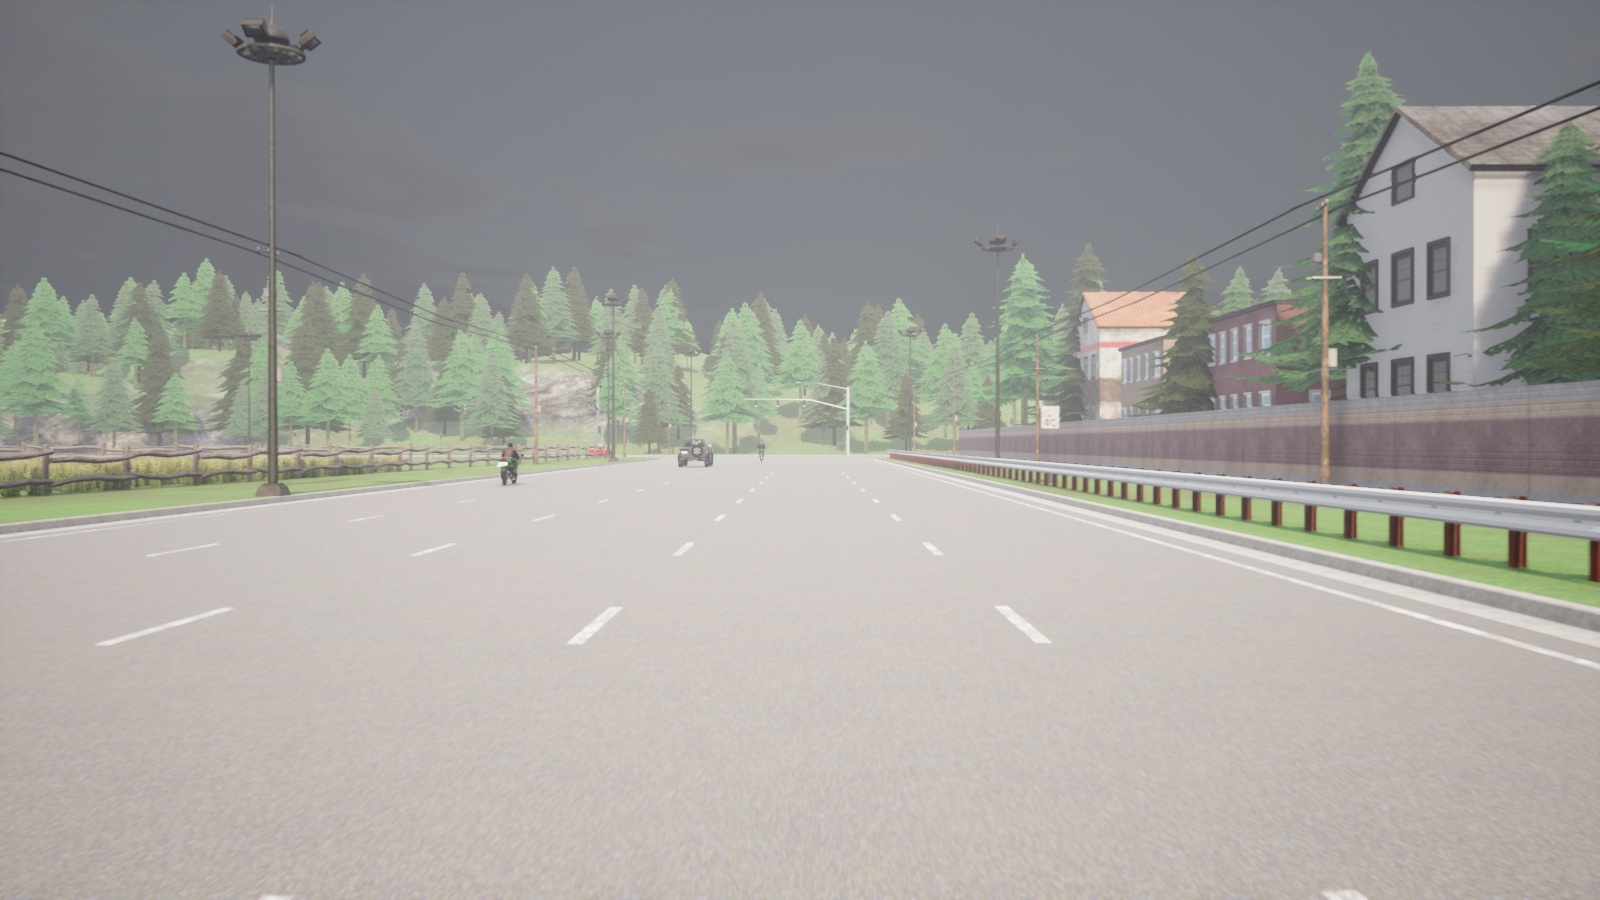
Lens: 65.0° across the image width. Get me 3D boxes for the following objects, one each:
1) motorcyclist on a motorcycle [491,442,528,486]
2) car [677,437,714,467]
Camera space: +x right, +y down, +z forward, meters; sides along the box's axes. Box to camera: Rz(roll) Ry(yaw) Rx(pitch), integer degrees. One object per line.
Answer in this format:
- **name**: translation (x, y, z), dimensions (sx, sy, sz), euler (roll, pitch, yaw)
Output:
- **motorcyclist on a motorcycle**: translation (-10.232, 0.471, 44.287), dimensions (0.797, 1.523, 2.044), euler (0, 0, 0)
- **car**: translation (-6.533, 0.112, 79.171), dimensions (1.932, 1.855, 4.605), euler (0, 0, 0)
